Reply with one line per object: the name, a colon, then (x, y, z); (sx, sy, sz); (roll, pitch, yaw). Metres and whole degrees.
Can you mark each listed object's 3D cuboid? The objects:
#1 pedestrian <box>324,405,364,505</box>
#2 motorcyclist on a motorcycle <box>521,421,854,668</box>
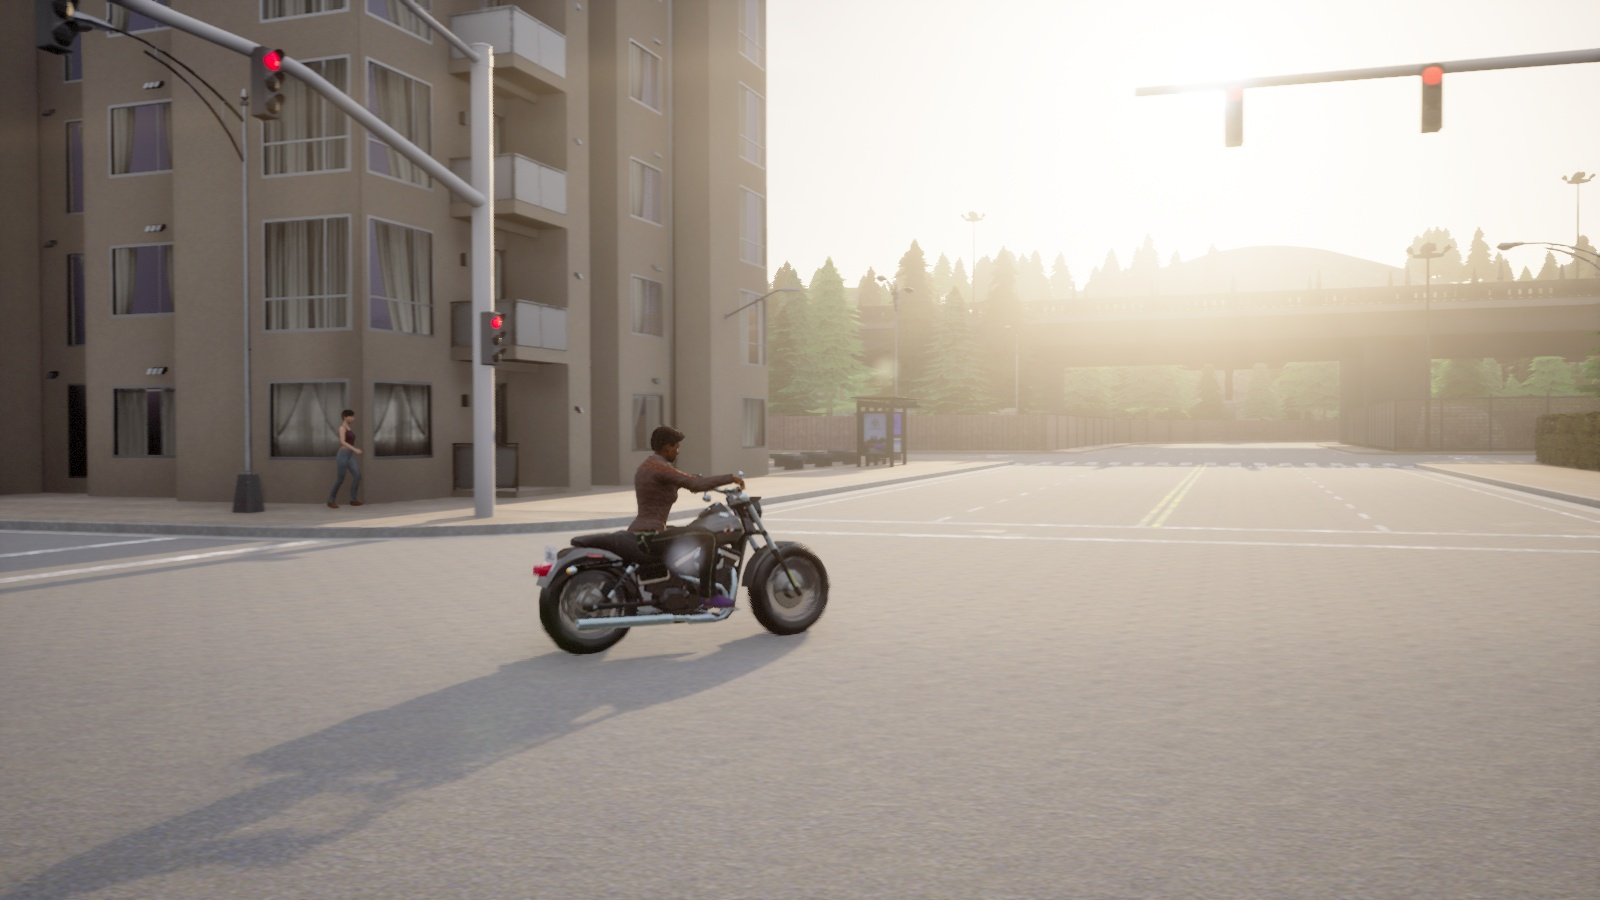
pedestrian: (-8.437, 0.081, 23.250); (0.594, 1.836, 0.345); (0, 1, 8)
motorcyclist on a motorcycle: (-0.795, 0.625, 9.287); (2.350, 1.649, 0.766); (0, 0, -30)
